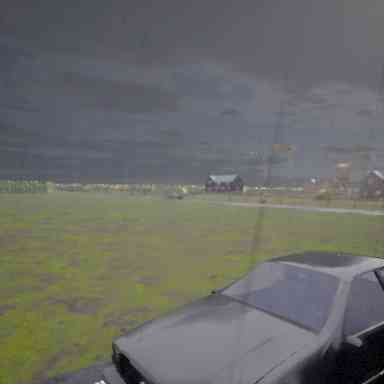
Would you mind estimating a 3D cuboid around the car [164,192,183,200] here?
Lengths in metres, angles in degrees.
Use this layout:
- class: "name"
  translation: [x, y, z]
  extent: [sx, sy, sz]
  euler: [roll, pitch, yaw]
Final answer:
- class: "car"
  translation: [-3.369, 0.767, 60.842]
  extent: [1.994, 1.385, 4.181]
  euler: [1, 0, -36]

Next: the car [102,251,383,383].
- class: "car"
  translation: [1.701, 1.552, 4.283]
  extent: [5.357, 1.411, 2.033]
  euler: [0, 0, -35]
